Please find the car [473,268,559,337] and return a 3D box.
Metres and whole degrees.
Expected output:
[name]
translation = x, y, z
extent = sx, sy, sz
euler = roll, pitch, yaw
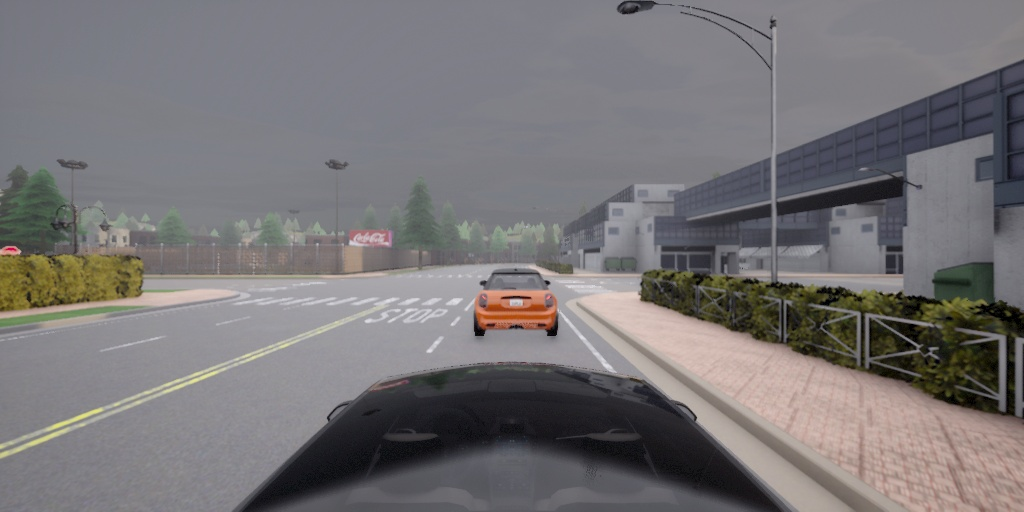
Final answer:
[car]
translation = 0.096, 1.141, 10.631
extent = 2.097, 1.767, 4.553
euler = 0, 0, 0
